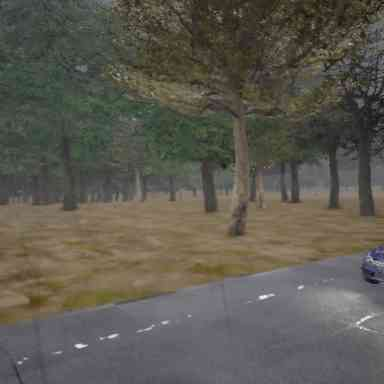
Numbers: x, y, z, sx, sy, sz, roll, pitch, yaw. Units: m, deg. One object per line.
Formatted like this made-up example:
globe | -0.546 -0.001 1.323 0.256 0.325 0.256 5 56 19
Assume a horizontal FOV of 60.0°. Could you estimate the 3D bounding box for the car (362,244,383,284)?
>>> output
car | 6.195 1.528 8.410 4.674 1.442 1.812 0 0 -35
